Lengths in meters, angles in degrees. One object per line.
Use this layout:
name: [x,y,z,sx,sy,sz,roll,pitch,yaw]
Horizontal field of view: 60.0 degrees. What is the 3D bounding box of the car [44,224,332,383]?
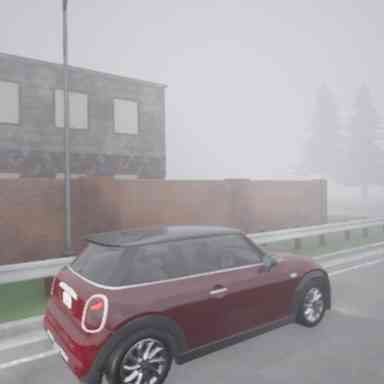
car: [0.205,1.300,5.308,4.553,1.767,2.097,-1,1,-36]
